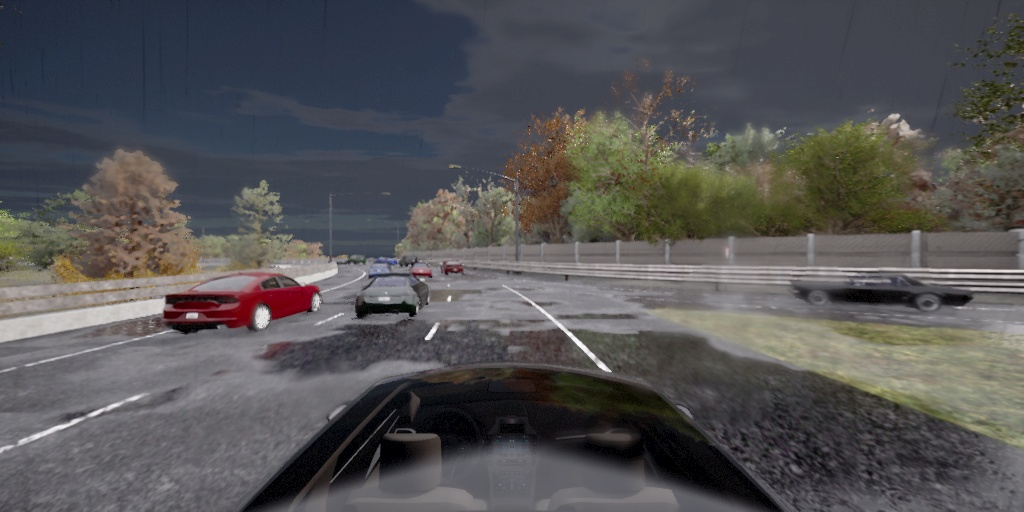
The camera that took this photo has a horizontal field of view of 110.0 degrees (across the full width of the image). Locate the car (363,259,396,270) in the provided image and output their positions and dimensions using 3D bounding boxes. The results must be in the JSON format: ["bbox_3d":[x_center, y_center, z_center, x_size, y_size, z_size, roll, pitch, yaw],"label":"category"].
[{"bbox_3d":[-11.647,1.279,31.795,2.033,1.411,5.357,0,0,-17],"label":"car"}]

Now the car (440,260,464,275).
[{"bbox_3d":[-6.379,1.188,37.693,1.882,1.535,5.008,0,0,-19],"label":"car"}]

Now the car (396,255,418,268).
[{"bbox_3d":[-17.544,0.923,61.137,2.150,2.045,5.566,0,0,-33],"label":"car"}]

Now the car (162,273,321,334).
[{"bbox_3d":[-7.585,1.232,10.753,1.882,1.535,5.008,0,0,-5],"label":"car"}]

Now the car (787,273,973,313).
[{"bbox_3d":[13.450,1.302,13.625,4.718,1.301,1.895,0,0,31],"label":"car"}]

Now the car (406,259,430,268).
[{"bbox_3d":[-8.627,1.286,33.570,1.994,1.385,4.181,0,0,-17],"label":"car"}]

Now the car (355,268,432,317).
[{"bbox_3d":[-4.219,1.307,13.159,1.994,1.385,4.181,0,0,-7],"label":"car"}]
